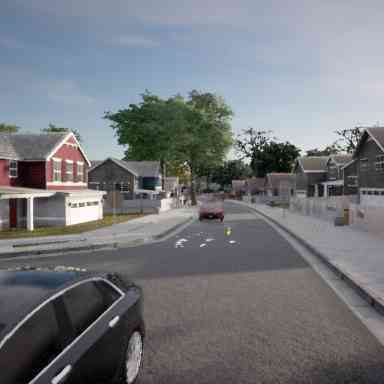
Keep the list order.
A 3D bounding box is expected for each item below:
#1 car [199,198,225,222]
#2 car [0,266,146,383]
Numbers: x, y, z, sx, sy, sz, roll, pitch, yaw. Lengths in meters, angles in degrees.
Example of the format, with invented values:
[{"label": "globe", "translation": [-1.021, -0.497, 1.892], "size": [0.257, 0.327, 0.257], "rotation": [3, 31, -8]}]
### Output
[{"label": "car", "translation": [1.648, 1.520, 26.857], "size": [1.882, 1.535, 5.008], "rotation": [0, 0, 6]}, {"label": "car", "translation": [-1.788, 1.532, 2.602], "size": [1.837, 1.490, 4.892], "rotation": [0, 0, 10]}]
